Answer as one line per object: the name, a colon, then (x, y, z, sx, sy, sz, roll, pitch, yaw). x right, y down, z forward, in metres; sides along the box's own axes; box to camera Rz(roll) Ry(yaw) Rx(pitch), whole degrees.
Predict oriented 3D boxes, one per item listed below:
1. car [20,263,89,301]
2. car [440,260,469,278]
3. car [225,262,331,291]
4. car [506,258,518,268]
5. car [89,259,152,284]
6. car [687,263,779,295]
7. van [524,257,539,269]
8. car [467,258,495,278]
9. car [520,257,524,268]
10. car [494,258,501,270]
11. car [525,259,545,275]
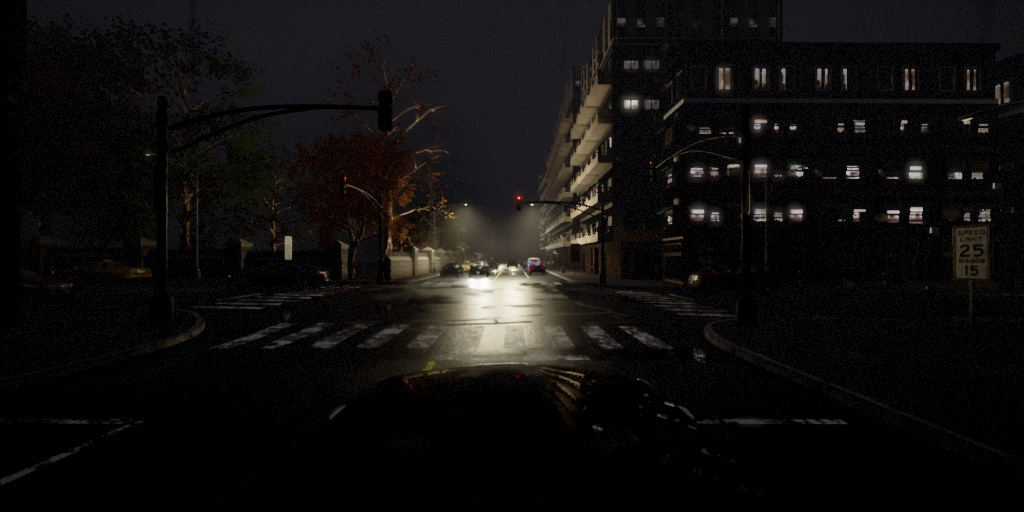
car: (-18.949, 1.007, 13.288, 4.207, 1.307, 1.802, 0, 0, 0)
car: (-5.654, 1.330, 34.304, 1.948, 1.339, 4.313, 0, 0, 0)
car: (-12.420, 1.054, 19.218, 4.902, 1.511, 2.128, 1, 0, -6)
car: (0.067, 1.304, 62.598, 1.837, 1.490, 4.892, 0, 0, 0)
car: (-24.721, 0.883, 21.620, 4.829, 1.417, 1.751, 0, 0, 0)
car: (13.472, 1.353, 21.942, 5.009, 1.841, 2.192, 0, 0, 0)
van: (2.740, 1.116, 45.555, 1.690, 1.789, 3.998, 0, 0, 0)
car: (-3.065, 1.256, 34.912, 2.128, 1.511, 4.902, 0, 0, 0)
car: (2.752, 1.230, 56.815, 1.967, 1.591, 4.097, 0, 0, 0)
car: (-3.033, 1.349, 53.220, 1.994, 1.385, 4.181, 0, 0, 0)
car: (2.733, 1.314, 39.925, 1.888, 1.381, 4.507, 0, 0, 0)
